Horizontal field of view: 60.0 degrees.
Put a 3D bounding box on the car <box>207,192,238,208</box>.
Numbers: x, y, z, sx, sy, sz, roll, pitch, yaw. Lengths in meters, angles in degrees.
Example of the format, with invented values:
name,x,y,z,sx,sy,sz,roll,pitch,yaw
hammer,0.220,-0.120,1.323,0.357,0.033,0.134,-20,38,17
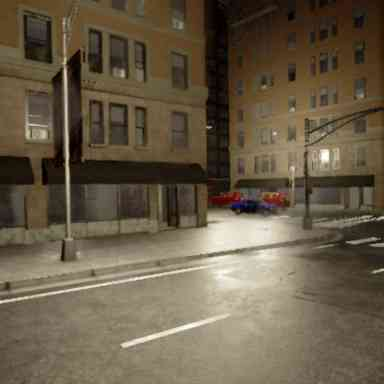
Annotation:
name,x,y,z,sx,sy,sz,roll,pitch,yaw
car,3.918,0.923,38.389,2.192,1.841,5.009,-1,1,-44

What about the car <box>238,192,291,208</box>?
name,x,y,z,sx,sy,sz,roll,pitch,yaw
car,7.749,0.962,34.432,2.192,1.841,5.009,-1,1,-44

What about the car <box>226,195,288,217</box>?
name,x,y,z,sx,sy,sz,roll,pitch,yaw
car,5.472,1.300,28.482,1.812,1.442,4.674,-1,1,-43
